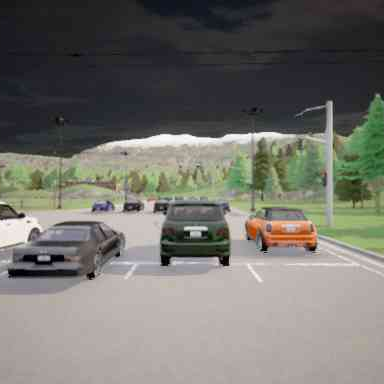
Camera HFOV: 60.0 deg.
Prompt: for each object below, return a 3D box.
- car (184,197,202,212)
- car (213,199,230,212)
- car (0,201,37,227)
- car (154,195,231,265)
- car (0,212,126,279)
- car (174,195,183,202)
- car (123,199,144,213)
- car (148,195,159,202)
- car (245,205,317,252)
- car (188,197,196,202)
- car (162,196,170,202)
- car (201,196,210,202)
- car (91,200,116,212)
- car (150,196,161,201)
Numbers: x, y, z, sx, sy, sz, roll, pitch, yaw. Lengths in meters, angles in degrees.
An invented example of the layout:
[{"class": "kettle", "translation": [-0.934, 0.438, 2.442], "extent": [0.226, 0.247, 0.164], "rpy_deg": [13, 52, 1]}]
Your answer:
[{"class": "car", "translation": [0.100, 1.487, 41.739], "extent": [2.097, 1.767, 4.553], "rpy_deg": [0, 0, 0]}, {"class": "car", "translation": [3.601, 1.659, 41.322], "extent": [1.812, 1.442, 4.674], "rpy_deg": [0, 0, 0]}, {"class": "car", "translation": [-6.899, 1.258, 10.575], "extent": [2.150, 2.045, 5.566], "rpy_deg": [0, 0, 0]}, {"class": "car", "translation": [0.100, 1.263, 11.998], "extent": [2.150, 2.045, 5.566], "rpy_deg": [0, 0, 0]}, {"class": "car", "translation": [-3.401, 1.581, 10.148], "extent": [2.033, 1.411, 5.357], "rpy_deg": [0, 0, 0]}, {"class": "car", "translation": [-3.502, 1.628, 84.640], "extent": [2.097, 1.767, 4.553], "rpy_deg": [0, 0, 0]}, {"class": "car", "translation": [-6.900, 1.606, 39.690], "extent": [1.882, 1.535, 5.008], "rpy_deg": [0, 0, 0]}, {"class": "car", "translation": [-10.503, 1.640, 88.176], "extent": [2.097, 1.767, 4.553], "rpy_deg": [0, 0, 0]}, {"class": "car", "translation": [3.599, 1.397, 14.231], "extent": [2.097, 1.767, 4.553], "rpy_deg": [0, 0, 0]}, {"class": "car", "translation": [-0.002, 1.862, 82.735], "extent": [1.895, 1.301, 4.718], "rpy_deg": [0, 0, 0]}, {"class": "car", "translation": [-7.003, 1.812, 89.109], "extent": [1.812, 1.442, 4.674], "rpy_deg": [0, 0, 0]}, {"class": "car", "translation": [3.497, 1.825, 88.443], "extent": [2.033, 1.411, 5.357], "rpy_deg": [0, 0, 0]}, {"class": "car", "translation": [-10.401, 1.652, 39.121], "extent": [1.812, 1.442, 4.674], "rpy_deg": [0, 0, 0]}, {"class": "car", "translation": [-3.400, 1.605, 39.454], "extent": [1.882, 1.535, 5.008], "rpy_deg": [0, 0, 0]}]
